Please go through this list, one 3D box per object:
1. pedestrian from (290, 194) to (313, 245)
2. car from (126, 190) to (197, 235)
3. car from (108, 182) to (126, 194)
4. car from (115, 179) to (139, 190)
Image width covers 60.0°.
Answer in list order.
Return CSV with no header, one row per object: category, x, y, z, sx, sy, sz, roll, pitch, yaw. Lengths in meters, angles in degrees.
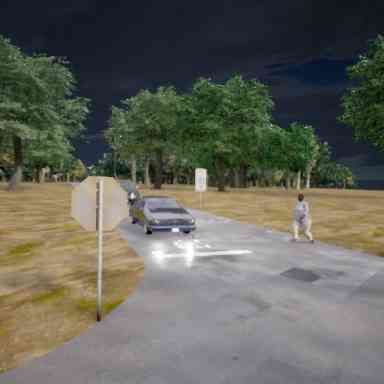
pedestrian,3.875,0.924,11.728,0.375,1.860,0.375,4,-1,-21
car,-1.524,0.890,14.683,2.033,1.411,5.357,1,2,-21
car,-10.767,-0.664,47.486,1.837,1.490,4.892,1,2,-21
car,-5.308,0.073,24.519,2.150,2.045,5.566,1,3,-21
